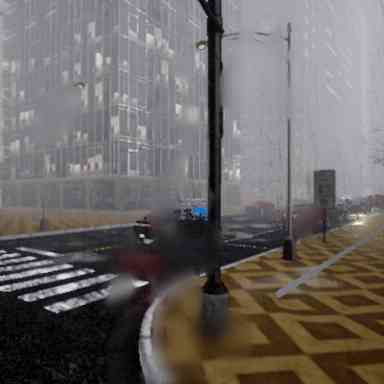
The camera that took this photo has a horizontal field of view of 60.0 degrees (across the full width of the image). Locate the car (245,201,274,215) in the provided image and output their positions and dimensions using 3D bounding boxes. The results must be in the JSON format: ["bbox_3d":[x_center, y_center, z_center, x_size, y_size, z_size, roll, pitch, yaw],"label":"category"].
[{"bbox_3d":[7.082,1.572,34.680,1.887,1.381,4.507,0,0,37],"label":"car"}]

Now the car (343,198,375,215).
[{"bbox_3d":[17.196,1.579,34.196,1.802,1.307,4.206,0,0,37],"label":"car"}]

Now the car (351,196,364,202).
[{"bbox_3d":[37.747,1.566,75.683,1.947,1.339,4.313,0,0,37],"label":"car"}]

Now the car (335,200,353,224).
[{"bbox_3d":[10.437,1.569,25.045,1.947,1.339,4.313,0,0,37],"label":"car"}]

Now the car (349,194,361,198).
[{"bbox_3d":[24.357,1.475,48.259,1.882,1.535,5.008,0,0,37],"label":"car"}]

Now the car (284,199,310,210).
[{"bbox_3d":[13.901,1.587,43.786,1.947,1.339,4.313,0,0,37],"label":"car"}]

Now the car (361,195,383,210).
[{"bbox_3d":[24.009,1.306,43.308,2.192,1.841,5.009,0,0,37],"label":"car"}]

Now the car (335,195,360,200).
[{"bbox_3d":[18.360,1.494,40.161,2.128,1.511,4.902,0,0,37],"label":"car"}]

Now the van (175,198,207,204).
[{"bbox_3d":[0.181,1.375,25.634,1.690,1.788,3.998,0,0,37],"label":"van"}]

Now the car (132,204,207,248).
[{"bbox_3d":[-0.517,1.513,15.005,2.128,1.511,4.902,0,0,37],"label":"car"}]

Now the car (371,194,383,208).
[{"bbox_3d":[27.416,1.302,47.864,2.192,1.841,5.009,0,0,37],"label":"car"}]

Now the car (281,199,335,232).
[{"bbox_3d":[7.076,1.446,20.455,1.967,1.590,4.097,0,0,37],"label":"car"}]
